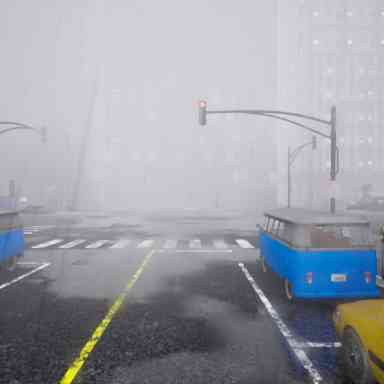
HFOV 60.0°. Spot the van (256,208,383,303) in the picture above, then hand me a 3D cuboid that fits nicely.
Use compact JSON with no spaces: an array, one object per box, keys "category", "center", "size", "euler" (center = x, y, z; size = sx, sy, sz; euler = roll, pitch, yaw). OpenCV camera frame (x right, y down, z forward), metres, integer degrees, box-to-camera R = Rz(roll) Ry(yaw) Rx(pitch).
[{"category":"van","center":[2.687,1.339,7.948],"size":[1.690,1.788,3.998],"euler":[-1,0,0]}]

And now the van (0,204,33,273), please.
[{"category":"van","center":[-5.694,1.339,7.986],"size":[1.690,1.788,3.998],"euler":[-1,0,0]}]

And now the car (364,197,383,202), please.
[{"category":"car","center":[15.270,1.339,27.264],"size":[5.009,1.841,2.192],"euler":[0,1,0]}]

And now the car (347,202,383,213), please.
[{"category":"car","center":[13.729,1.653,24.682],"size":[4.718,1.301,1.895],"euler":[0,1,0]}]

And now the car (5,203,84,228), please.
[{"category":"car","center":[-9.567,1.578,21.648],"size":[4.718,1.301,1.895],"euler":[0,1,0]}]

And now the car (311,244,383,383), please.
[{"category":"car","center":[2.683,1.525,2.516],"size":[1.752,1.417,4.829],"euler":[-1,0,0]}]

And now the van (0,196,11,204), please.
[{"category":"van","center":[-17.119,1.201,27.495],"size":[3.998,1.788,1.690],"euler":[0,1,0]}]
